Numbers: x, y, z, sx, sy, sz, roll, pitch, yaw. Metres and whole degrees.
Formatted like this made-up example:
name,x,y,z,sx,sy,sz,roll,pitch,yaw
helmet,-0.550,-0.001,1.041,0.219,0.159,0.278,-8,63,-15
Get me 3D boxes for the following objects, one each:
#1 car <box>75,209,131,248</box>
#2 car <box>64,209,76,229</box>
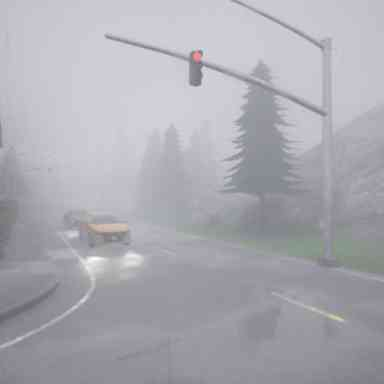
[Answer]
name,x,y,z,sx,sy,sz,roll,pitch,yaw
car,-4.525,1.819,16.970,1.882,1.535,5.008,0,-1,-26
car,-9.036,2.077,26.291,2.033,1.411,5.357,0,-1,-26
